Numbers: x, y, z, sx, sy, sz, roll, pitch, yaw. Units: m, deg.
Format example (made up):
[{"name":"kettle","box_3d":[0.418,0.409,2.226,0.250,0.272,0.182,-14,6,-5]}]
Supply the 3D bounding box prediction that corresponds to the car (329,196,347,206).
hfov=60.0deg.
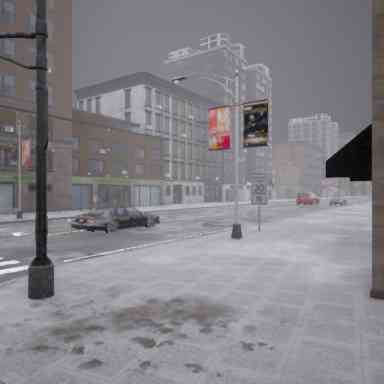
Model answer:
[{"name":"car","box_3d":[22.646,1.377,51.516,2.033,1.411,5.357,0,0,34]}]

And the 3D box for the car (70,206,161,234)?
[{"name":"car","box_3d":[-4.136,1.484,18.863,2.033,1.411,5.357,0,0,35]}]

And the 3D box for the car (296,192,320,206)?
[{"name":"car","box_3d":[17.293,1.054,49.543,2.150,2.045,5.566,0,0,35]}]
